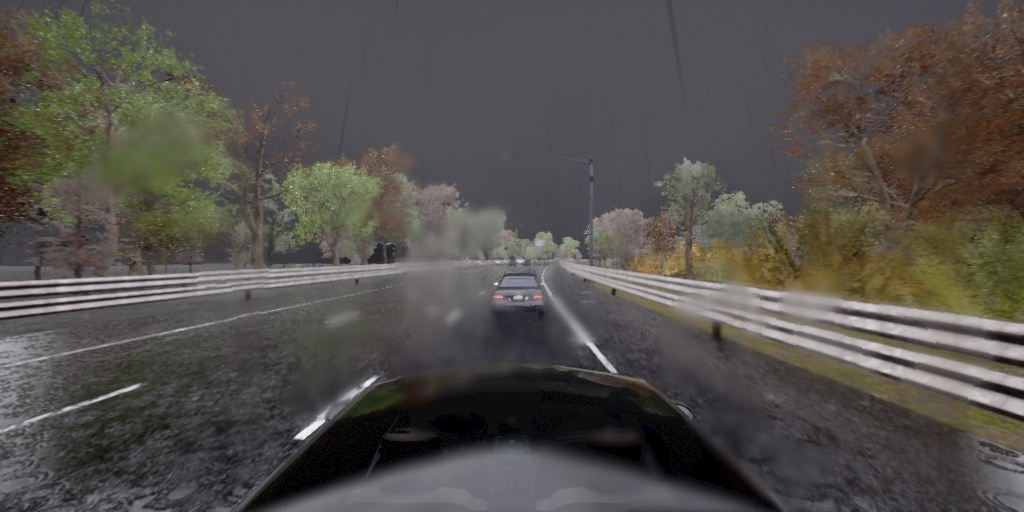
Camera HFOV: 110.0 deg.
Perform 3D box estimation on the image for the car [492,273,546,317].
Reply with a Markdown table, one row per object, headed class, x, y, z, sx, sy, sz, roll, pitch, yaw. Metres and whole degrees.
| class | x | y | z | sx | sy | sz | roll | pitch | yaw |
| --- | --- | --- | --- | --- | --- | --- | --- | --- | --- |
| car | 0.286 | 1.354 | 13.516 | 2.033 | 1.411 | 5.357 | 0 | 0 | 2 |
